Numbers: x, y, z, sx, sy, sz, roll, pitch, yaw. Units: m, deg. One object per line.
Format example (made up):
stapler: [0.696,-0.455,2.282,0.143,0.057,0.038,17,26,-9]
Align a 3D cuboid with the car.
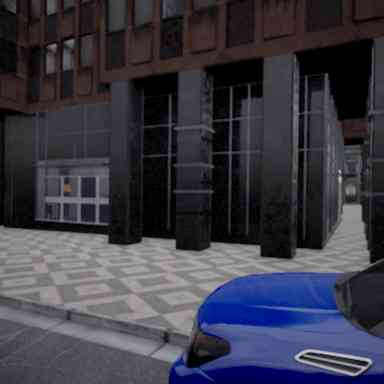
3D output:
car: [2.564,1.233,2.354,5.566,2.045,2.150,0,0,26]
